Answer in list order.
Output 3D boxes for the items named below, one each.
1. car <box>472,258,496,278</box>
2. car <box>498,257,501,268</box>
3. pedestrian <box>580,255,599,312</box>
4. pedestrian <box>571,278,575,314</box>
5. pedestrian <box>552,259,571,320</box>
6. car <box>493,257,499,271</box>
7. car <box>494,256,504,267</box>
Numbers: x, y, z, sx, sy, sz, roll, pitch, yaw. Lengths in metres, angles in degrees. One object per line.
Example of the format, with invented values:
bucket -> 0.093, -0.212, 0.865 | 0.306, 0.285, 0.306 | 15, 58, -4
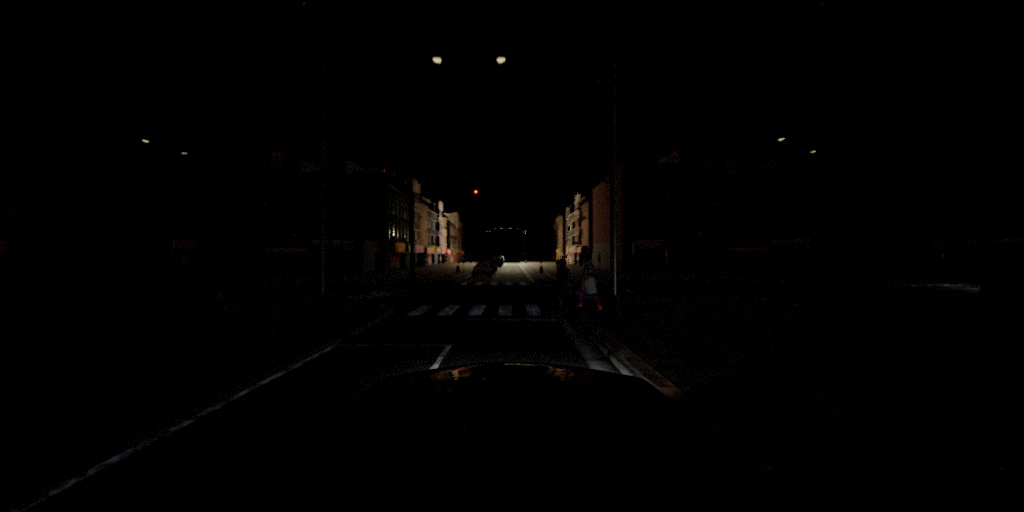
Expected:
car -> -2.640, 1.139, 32.326 | 1.751, 1.417, 4.829 | 0, 0, 0
car -> -2.640, 1.158, 43.706 | 1.802, 1.307, 4.207 | 0, 0, 0
pedestrian -> 2.506, 0.841, 11.629 | 0.375, 1.860, 0.375 | 0, 0, 0
pedestrian -> 1.842, 0.946, 12.228 | 0.375, 1.860, 0.375 | 0, 0, 0
pedestrian -> 1.510, 0.998, 11.029 | 0.375, 1.860, 0.375 | 0, 0, 0
car -> -2.640, 1.139, 38.101 | 1.888, 1.381, 4.507 | 0, 0, 0
car -> -2.641, 0.985, 54.916 | 1.967, 1.591, 4.097 | 0, 0, 0
